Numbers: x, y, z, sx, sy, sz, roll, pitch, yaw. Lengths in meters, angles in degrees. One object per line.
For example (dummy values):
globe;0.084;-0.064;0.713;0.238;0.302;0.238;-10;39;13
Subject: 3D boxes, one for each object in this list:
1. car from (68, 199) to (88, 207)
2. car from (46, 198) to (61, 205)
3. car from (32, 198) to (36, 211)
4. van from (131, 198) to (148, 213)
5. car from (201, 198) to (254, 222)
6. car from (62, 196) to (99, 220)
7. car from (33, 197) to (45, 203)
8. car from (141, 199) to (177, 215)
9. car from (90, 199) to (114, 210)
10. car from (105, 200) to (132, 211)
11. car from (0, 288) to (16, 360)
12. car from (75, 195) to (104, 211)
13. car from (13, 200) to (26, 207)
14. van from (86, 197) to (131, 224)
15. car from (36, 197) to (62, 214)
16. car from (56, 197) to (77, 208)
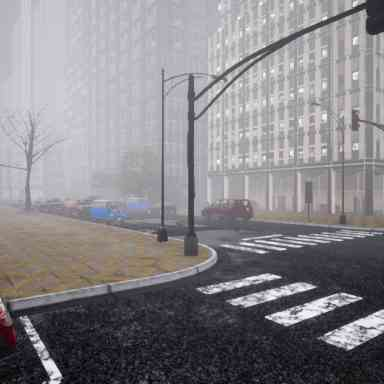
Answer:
car;-20.198;1.941;58.898;2.008;1.369;4.403;0;0;-36
car;-30.340;2.062;72.659;1.947;1.339;4.313;0;0;-36
car;-20.188;1.746;44.758;1.967;1.590;4.097;0;0;-36
van;-6.678;1.586;40.552;1.690;1.788;3.998;0;0;-36
car;2.878;1.454;27.585;2.192;1.841;5.009;0;0;-36
car;-10.048;1.511;30.998;2.192;1.841;5.009;0;0;-36
car;-39.100;2.064;85.075;1.882;1.535;5.008;0;0;-36
car;-3.296;1.759;35.965;2.008;1.369;4.403;0;0;-36
car;-13.539;1.844;49.862;1.752;1.417;4.829;0;0;-36
car;-10.057;1.848;45.138;1.947;1.339;4.313;0;0;-36
car;-4.264;1.440;3.515;4.097;1.590;1.967;0;0;-36
car;-14.493;1.524;46.702;2.150;2.045;5.566;0;0;-36
car;-30.328;1.995;58.518;1.802;1.307;4.206;0;0;-36
van;-6.668;1.499;26.412;1.690;1.788;3.998;0;0;-36
car;-16.809;1.585;40.172;2.192;1.841;5.009;0;0;-36
car;-20.799;1.721;55.187;2.097;1.767;4.553;0;0;-36
